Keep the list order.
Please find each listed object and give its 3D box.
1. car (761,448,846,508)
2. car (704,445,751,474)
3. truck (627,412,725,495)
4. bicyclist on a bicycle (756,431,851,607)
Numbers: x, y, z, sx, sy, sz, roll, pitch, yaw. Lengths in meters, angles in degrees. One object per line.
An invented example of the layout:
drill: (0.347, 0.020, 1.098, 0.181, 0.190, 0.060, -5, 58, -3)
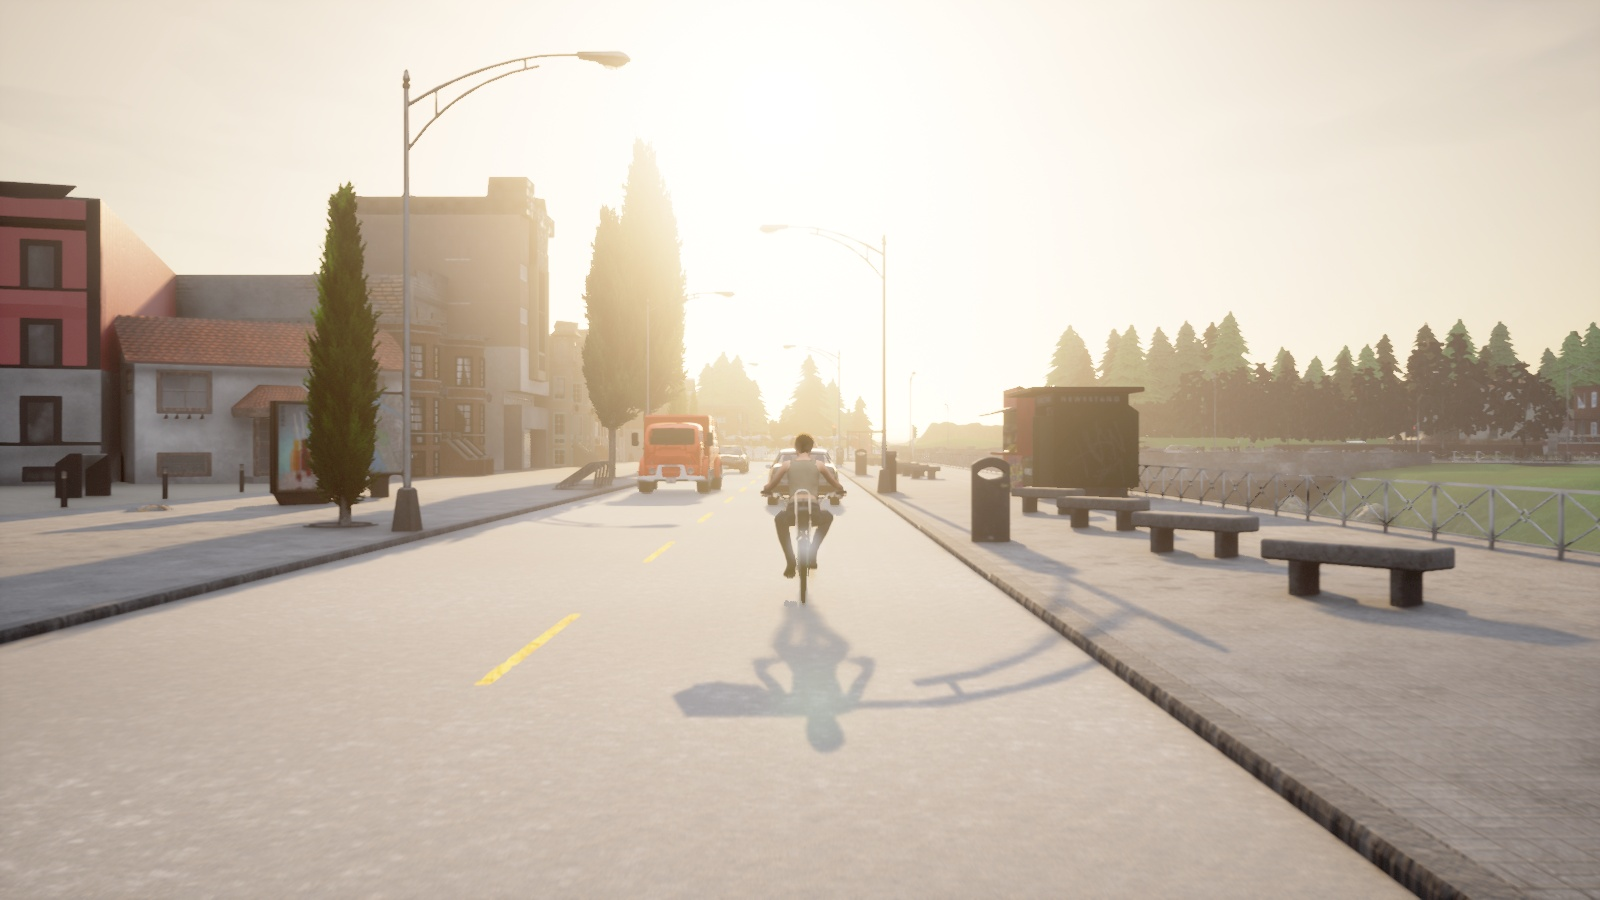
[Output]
car: (0.093, 0.662, 32.782, 2.033, 1.411, 5.357, 0, 0, 0)
car: (-3.821, 0.472, 67.138, 2.163, 1.488, 4.792, 0, 0, 1)
truck: (-3.891, 0.094, 40.346, 2.627, 2.467, 5.204, 0, 0, 0)
bicyclist on a bicycle: (0.036, 0.634, 12.261, 0.866, 1.612, 1.509, 0, 0, 0)
